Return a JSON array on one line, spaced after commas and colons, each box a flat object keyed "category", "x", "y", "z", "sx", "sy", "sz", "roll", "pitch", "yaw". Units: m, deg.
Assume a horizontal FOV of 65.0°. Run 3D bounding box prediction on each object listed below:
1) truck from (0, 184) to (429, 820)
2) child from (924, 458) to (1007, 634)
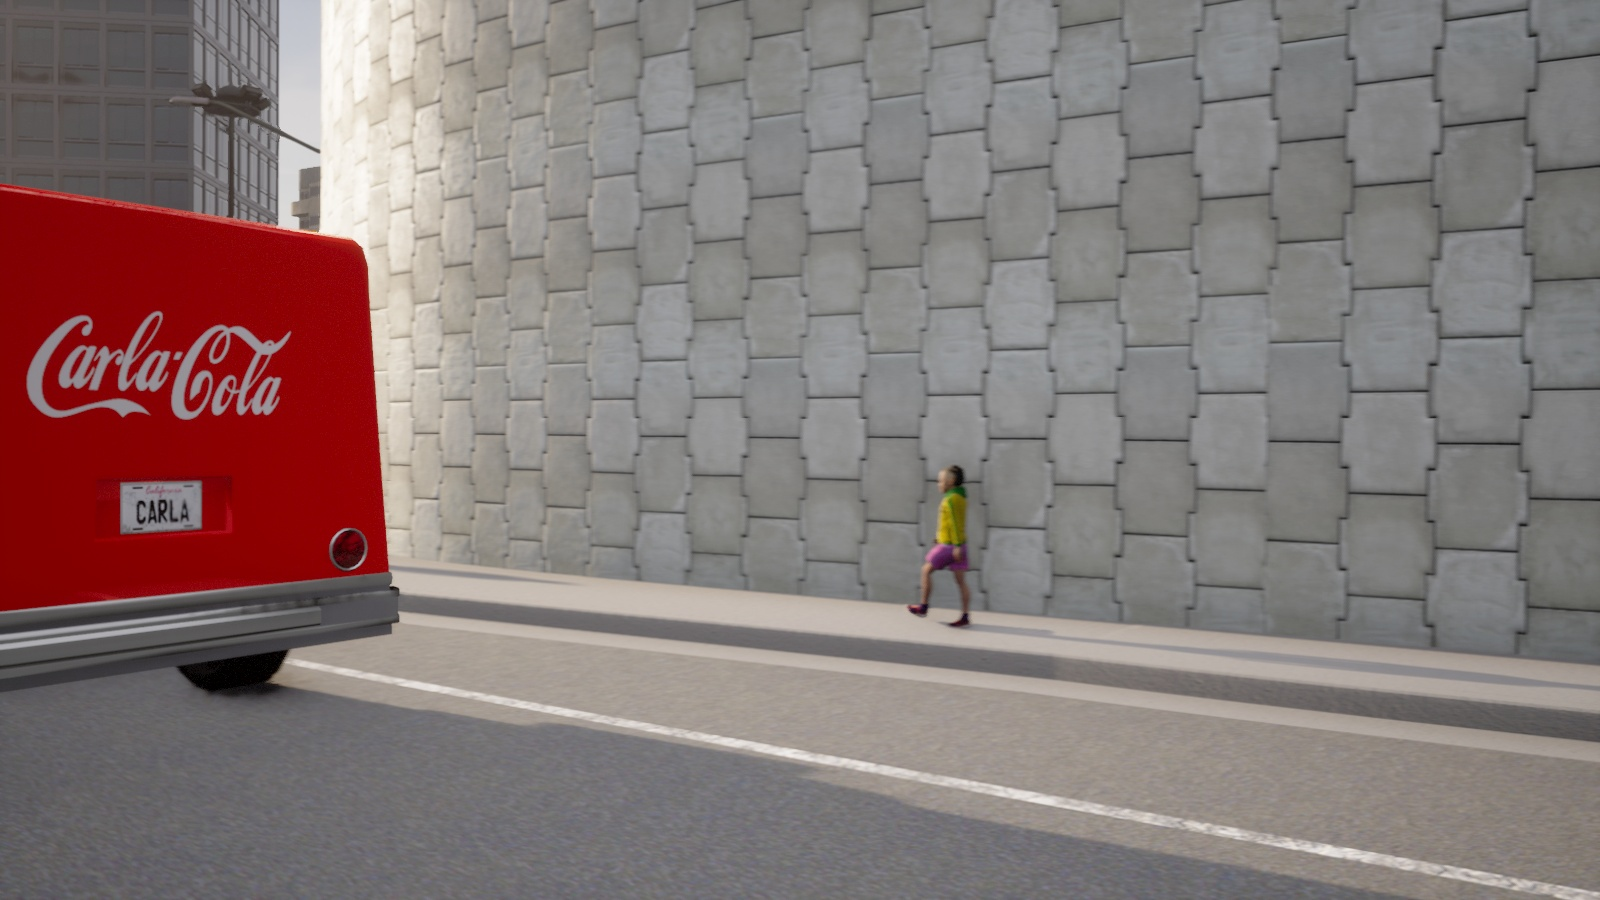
[{"category": "truck", "x": -4.824, "y": 0.192, "z": 6.939, "sx": 5.204, "sy": 2.467, "sz": 2.627, "roll": 0, "pitch": 1, "yaw": 35}, {"category": "child", "x": 1.132, "y": 0.640, "z": 8.577, "sx": 0.473, "sy": 1.160, "sz": 0.299, "roll": 0, "pitch": 1, "yaw": 30}]
